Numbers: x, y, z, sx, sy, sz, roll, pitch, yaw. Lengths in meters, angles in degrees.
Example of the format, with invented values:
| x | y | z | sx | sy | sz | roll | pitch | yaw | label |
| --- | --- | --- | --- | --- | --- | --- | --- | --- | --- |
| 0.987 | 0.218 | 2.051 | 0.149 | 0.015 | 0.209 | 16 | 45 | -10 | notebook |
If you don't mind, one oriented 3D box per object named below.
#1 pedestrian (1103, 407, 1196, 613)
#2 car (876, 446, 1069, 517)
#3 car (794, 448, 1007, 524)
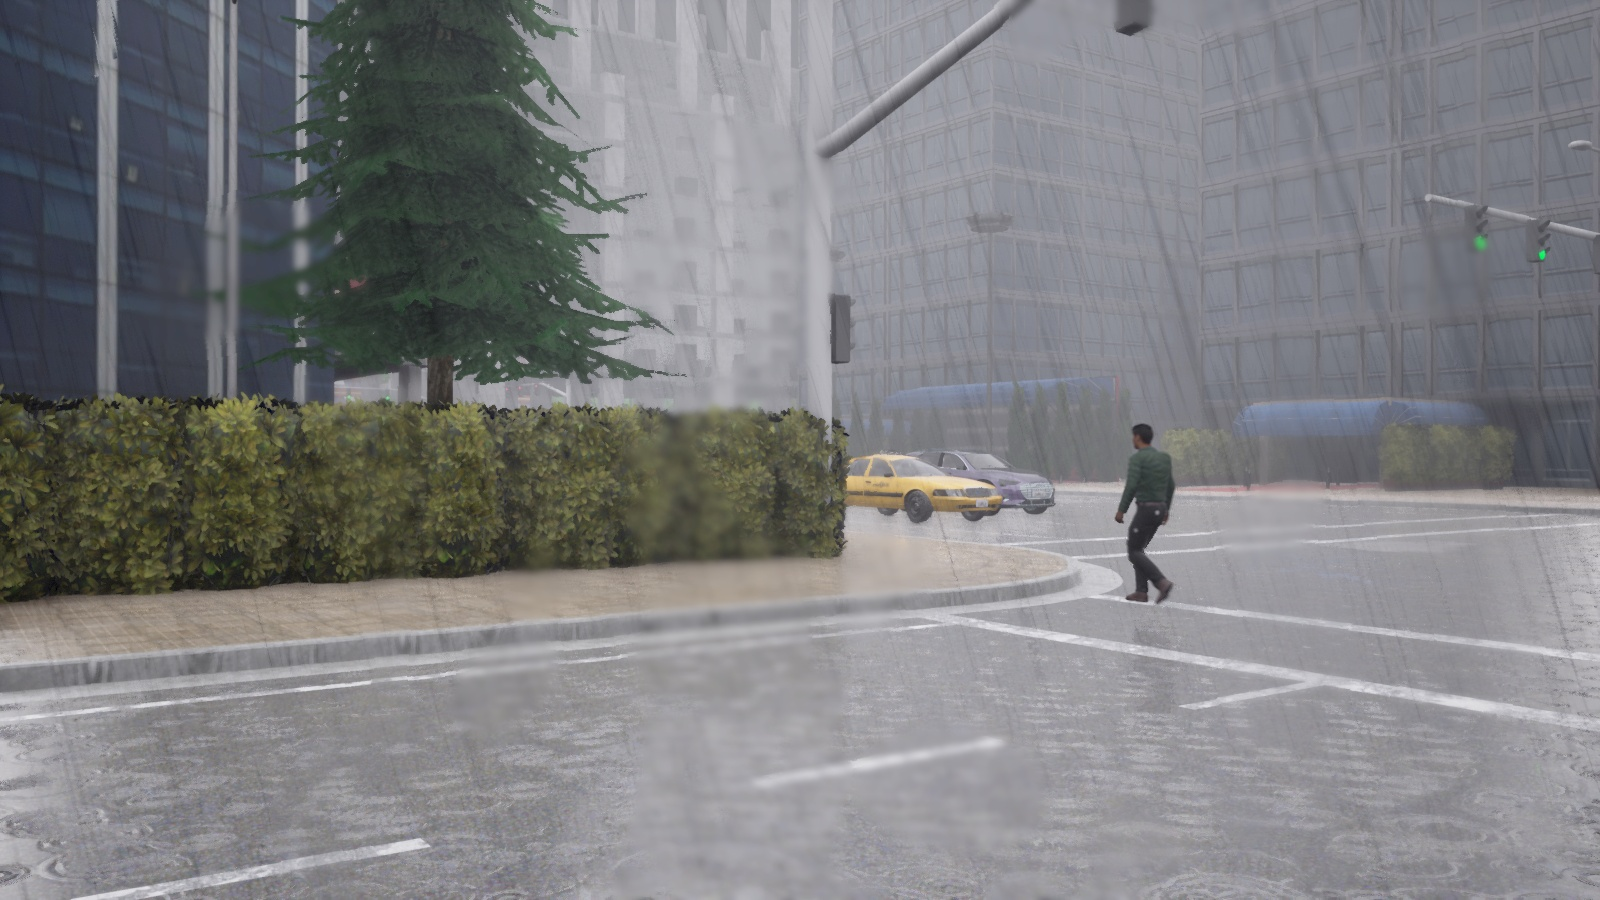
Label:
| x | y | z | sx | sy | sz | roll | pitch | yaw | label |
| --- | --- | --- | --- | --- | --- | --- | --- | --- | --- |
| 3.420 | 0.565 | 12.324 | 0.423 | 1.949 | 0.788 | 0 | 0 | -35 | pedestrian |
| 4.245 | 0.743 | 31.635 | 2.033 | 1.649 | 4.856 | 0 | 0 | -35 | car |
| 2.141 | 0.749 | 28.553 | 1.801 | 1.575 | 5.366 | 0 | 0 | -35 | car |
